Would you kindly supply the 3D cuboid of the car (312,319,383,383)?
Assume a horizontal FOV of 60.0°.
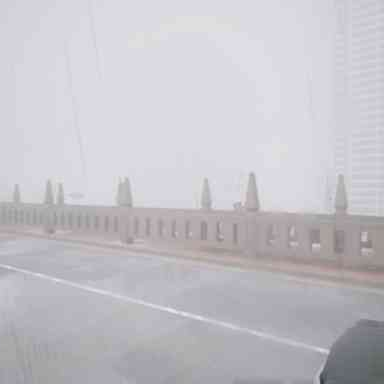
[{"bbox_3d":[3.111,1.603,1.773,4.718,1.301,1.895,0,0,36],"label":"car"}]
